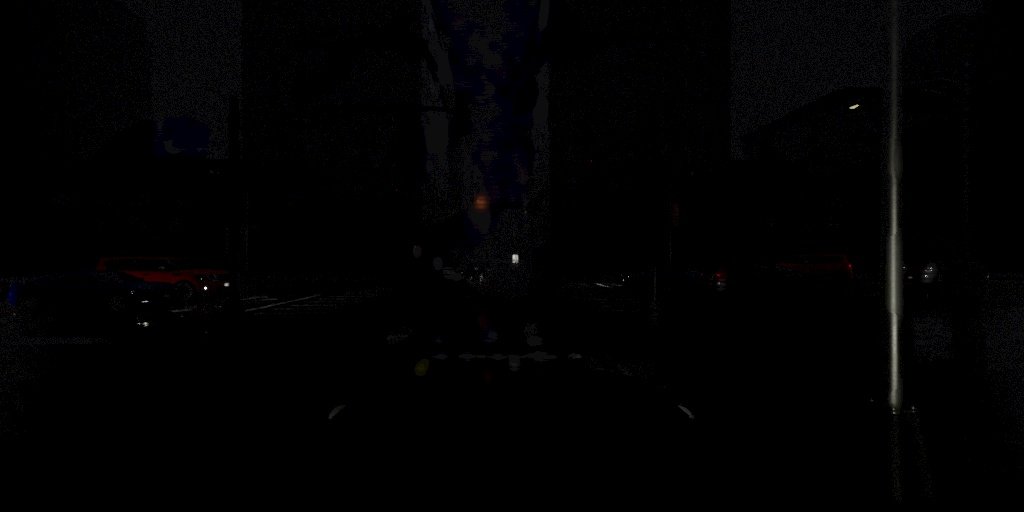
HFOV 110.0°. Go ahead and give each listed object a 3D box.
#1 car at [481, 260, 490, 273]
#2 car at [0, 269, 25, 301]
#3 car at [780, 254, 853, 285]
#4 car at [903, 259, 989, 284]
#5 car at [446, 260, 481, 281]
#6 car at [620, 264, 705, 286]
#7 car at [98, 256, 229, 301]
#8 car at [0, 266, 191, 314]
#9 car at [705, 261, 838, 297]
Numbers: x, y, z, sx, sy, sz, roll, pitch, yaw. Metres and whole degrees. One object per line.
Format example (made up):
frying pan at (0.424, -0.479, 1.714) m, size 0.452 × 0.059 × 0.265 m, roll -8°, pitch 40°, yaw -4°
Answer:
car at (-4.138, 1.264, 44.021) m, size 2.128 × 1.511 × 4.902 m, roll 0°, pitch 0°, yaw -2°
car at (-26.265, 1.368, 16.663) m, size 4.674 × 1.442 × 1.812 m, roll 0°, pitch 0°, yaw -1°
car at (20.193, 0.883, 24.778) m, size 5.566 × 2.045 × 2.150 m, roll 0°, pitch 0°, yaw -2°
car at (30.086, 0.981, 25.070) m, size 4.553 × 1.767 × 2.097 m, roll 0°, pitch 0°, yaw -2°
car at (-4.207, 1.266, 30.681) m, size 1.837 × 1.490 × 4.892 m, roll 0°, pitch 0°, yaw 4°
car at (10.235, 1.243, 24.477) m, size 5.357 × 1.411 × 2.033 m, roll 0°, pitch 0°, yaw -2°
car at (-16.343, 1.027, 16.968) m, size 5.566 × 2.045 × 2.150 m, roll 0°, pitch 0°, yaw -2°
car at (-15.784, 1.281, 13.733) m, size 5.008 × 1.535 × 1.882 m, roll 0°, pitch 0°, yaw -2°
car at (12.737, 1.180, 17.830) m, size 4.902 × 1.511 × 2.128 m, roll 0°, pitch 0°, yaw -2°
